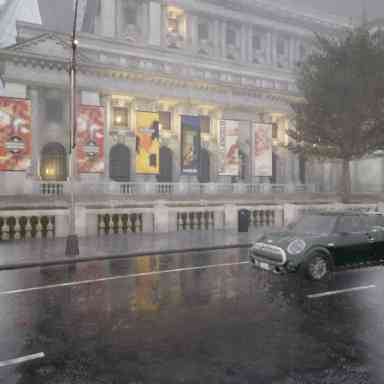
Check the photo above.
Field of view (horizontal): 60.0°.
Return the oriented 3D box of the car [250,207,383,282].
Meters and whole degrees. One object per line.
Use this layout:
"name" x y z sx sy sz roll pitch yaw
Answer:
"car" 3.950 1.352 9.705 4.553 1.767 2.097 0 0 -25
